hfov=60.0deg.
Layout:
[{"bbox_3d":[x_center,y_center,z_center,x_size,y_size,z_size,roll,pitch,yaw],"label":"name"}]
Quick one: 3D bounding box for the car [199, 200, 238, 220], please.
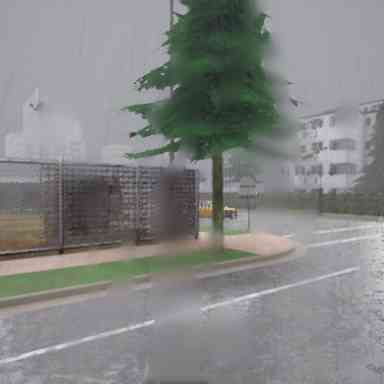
[{"bbox_3d":[1.615,1.440,26.947,1.882,1.535,5.008,0,0,-35],"label":"car"}]
